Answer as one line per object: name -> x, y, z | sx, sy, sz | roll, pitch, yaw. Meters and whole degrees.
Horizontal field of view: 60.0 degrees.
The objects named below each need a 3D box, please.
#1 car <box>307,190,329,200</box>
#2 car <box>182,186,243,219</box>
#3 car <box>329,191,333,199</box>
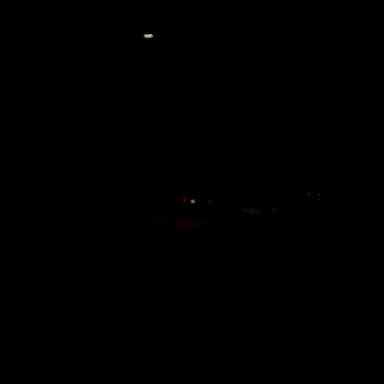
car -> 18.460, 0.443, 49.311 | 1.994, 1.385, 4.181 | 1, 1, 31
car -> 1.496, 0.594, 22.616 | 2.150, 2.045, 5.566 | 1, 2, 33
car -> 23.171, 0.420, 57.549 | 1.994, 1.385, 4.181 | 1, 0, 29
